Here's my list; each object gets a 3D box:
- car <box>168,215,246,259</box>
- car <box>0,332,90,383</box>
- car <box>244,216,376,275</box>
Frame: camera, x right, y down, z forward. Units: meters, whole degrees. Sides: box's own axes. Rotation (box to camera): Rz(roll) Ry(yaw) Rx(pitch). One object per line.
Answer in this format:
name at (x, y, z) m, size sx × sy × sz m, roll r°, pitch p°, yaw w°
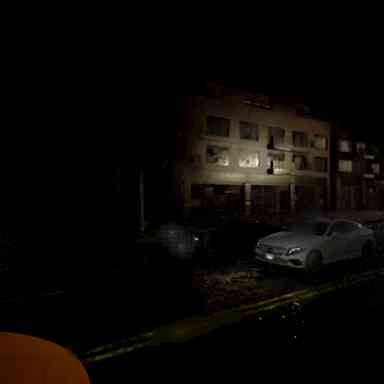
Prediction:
car at (1.467, 1.596, 12.719) m, size 4.718 × 1.301 × 1.895 m, roll 0°, pitch 0°, yaw -35°
car at (-2.934, 1.478, 1.348) m, size 5.008 × 1.535 × 1.882 m, roll 0°, pitch 0°, yaw -36°
car at (4.047, 1.520, 10.566) m, size 4.674 × 1.442 × 1.812 m, roll 0°, pitch 0°, yaw -35°
